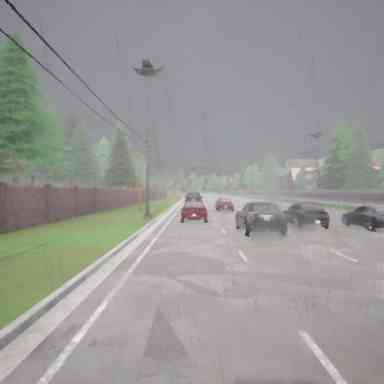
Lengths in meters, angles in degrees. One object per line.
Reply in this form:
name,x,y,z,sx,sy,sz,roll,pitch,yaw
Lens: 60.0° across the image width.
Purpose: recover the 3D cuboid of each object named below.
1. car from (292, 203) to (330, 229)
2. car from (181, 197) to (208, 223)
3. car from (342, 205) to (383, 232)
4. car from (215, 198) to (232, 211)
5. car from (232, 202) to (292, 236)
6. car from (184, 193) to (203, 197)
car,7.148,1.447,21.311,1.837,1.490,4.892,0,0,0
car,0.157,1.404,25.029,1.882,1.535,5.008,0,0,0
car,10.630,1.475,19.599,1.812,1.442,4.674,0,0,0
car,3.674,1.417,38.171,1.812,1.442,4.674,0,0,0
car,3.640,1.301,18.215,2.097,1.767,4.553,0,0,0
car,0.196,1.099,41.814,2.150,2.045,5.566,0,0,0
